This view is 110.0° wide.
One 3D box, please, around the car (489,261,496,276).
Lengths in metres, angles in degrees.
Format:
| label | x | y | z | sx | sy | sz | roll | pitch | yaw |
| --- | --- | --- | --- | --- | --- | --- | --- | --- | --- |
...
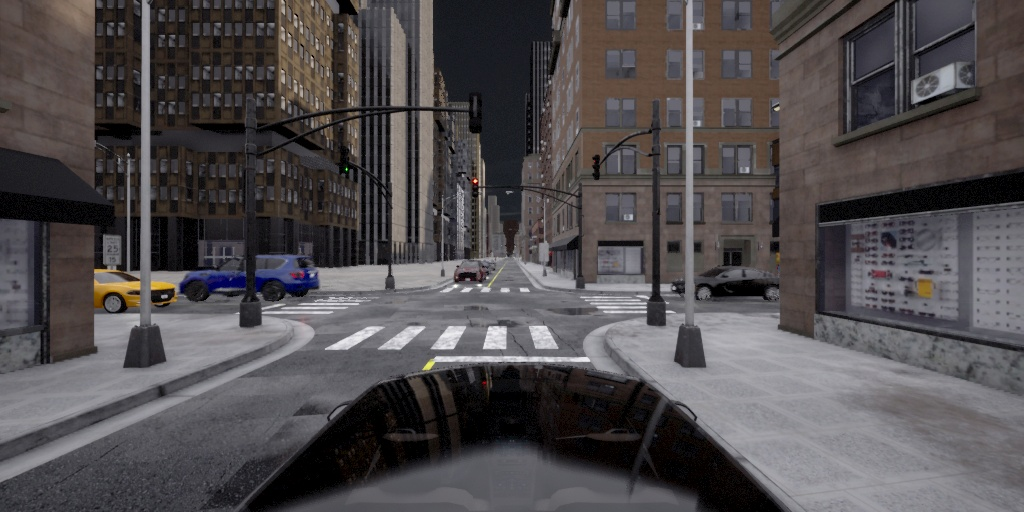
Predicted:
| label | x | y | z | sx | sy | sz | roll | pitch | yaw |
| --- | --- | --- | --- | --- | --- | --- | --- | --- | --- |
| car | -3.171 | 1.299 | 38.087 | 2.033 | 1.411 | 5.357 | 0 | 0 | 0 |

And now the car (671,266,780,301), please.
| label | x | y | z | sx | sy | sz | roll | pitch | yaw |
| --- | --- | --- | --- | --- | --- | --- | --- | --- | --- |
| car | 10.004 | 1.228 | 16.656 | 5.008 | 1.535 | 1.882 | 0 | 0 | -1 |

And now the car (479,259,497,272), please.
| label | x | y | z | sx | sy | sz | roll | pitch | yaw |
| --- | --- | --- | --- | --- | --- | --- | --- | --- | --- |
| car | -3.183 | 1.243 | 48.505 | 2.128 | 1.511 | 4.902 | 0 | 0 | 0 |

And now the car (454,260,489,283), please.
| label | x | y | z | sx | sy | sz | roll | pitch | yaw |
| --- | --- | --- | --- | --- | --- | --- | --- | --- | --- |
| car | -3.156 | 1.103 | 27.828 | 2.097 | 1.767 | 4.553 | 0 | 0 | 0 |

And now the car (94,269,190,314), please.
| label | x | y | z | sx | sy | sz | roll | pitch | yaw |
| --- | --- | --- | --- | --- | --- | --- | --- | --- | --- |
| car | -15.367 | 1.232 | 13.261 | 5.008 | 1.535 | 1.882 | 0 | 0 | 0 |

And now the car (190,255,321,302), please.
| label | x | y | z | sx | sy | sz | roll | pitch | yaw |
| --- | --- | --- | --- | --- | --- | --- | --- | --- | --- |
| car | -11.860 | 0.979 | 16.491 | 5.566 | 2.045 | 2.150 | 0 | 0 | -1 |
